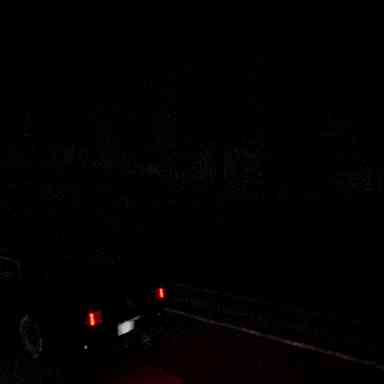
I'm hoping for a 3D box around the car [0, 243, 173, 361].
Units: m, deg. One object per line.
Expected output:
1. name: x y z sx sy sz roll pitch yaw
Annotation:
1. car: -2.719 1.600 5.931 4.718 1.301 1.895 0 0 35
